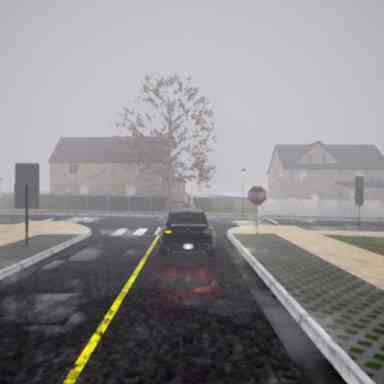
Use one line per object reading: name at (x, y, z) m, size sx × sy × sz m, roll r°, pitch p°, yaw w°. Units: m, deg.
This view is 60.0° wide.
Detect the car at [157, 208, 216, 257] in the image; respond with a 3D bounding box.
car at (-0.233, 1.363, 12.401) m, size 1.837 × 1.490 × 4.892 m, roll 0°, pitch 1°, yaw -3°
